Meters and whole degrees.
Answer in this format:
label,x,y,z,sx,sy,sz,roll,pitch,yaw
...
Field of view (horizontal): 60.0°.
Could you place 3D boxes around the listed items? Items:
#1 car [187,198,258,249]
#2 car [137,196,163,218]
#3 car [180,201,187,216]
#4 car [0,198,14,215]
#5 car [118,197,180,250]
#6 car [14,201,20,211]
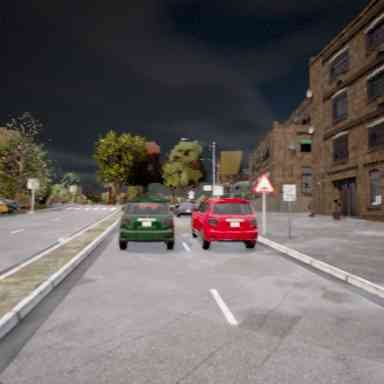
label,x,y,z,sx,sy,sz,roll,pitch,yaw
car,1.284,1.288,15.040,2.150,2.045,5.566,1,0,-7
car,-3.725,1.276,29.647,2.097,1.767,4.553,1,0,-7
car,-0.526,1.540,30.249,1.994,1.385,4.181,1,0,-7
car,-17.926,1.252,27.301,5.008,1.535,2.097,1,0,-7
car,-1.942,1.236,14.650,2.150,2.045,5.566,1,0,-7
car,-18.246,1.235,30.037,4.892,1.521,2.231,1,0,-7
